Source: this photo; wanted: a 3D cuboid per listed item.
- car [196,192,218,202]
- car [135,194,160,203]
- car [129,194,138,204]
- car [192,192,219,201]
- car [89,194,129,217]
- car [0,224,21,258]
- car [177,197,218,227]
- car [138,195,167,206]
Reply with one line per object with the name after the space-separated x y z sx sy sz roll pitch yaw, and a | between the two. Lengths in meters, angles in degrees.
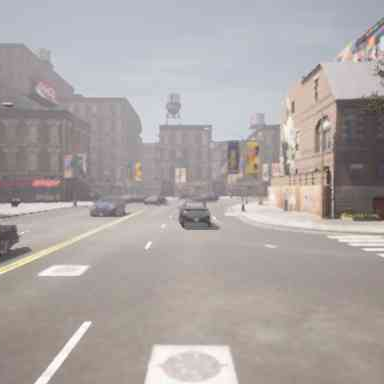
2.897 0.883 63.116 2.097 1.767 4.553 0 1 36 | car
-7.731 1.123 58.456 1.895 1.301 4.718 0 1 30 | car
-9.896 1.091 53.149 2.002 1.452 4.674 0 0 20 | car
2.629 1.095 55.971 2.033 1.411 5.357 0 1 30 | car
-7.013 1.125 28.005 2.097 1.767 4.553 0 0 1 | car
-7.099 1.468 9.664 2.033 1.411 5.357 0 0 0 | car
0.143 1.321 21.034 2.128 1.511 4.902 0 0 -3 | car
-5.099 1.171 46.560 2.033 1.411 5.357 0 0 16 | car
